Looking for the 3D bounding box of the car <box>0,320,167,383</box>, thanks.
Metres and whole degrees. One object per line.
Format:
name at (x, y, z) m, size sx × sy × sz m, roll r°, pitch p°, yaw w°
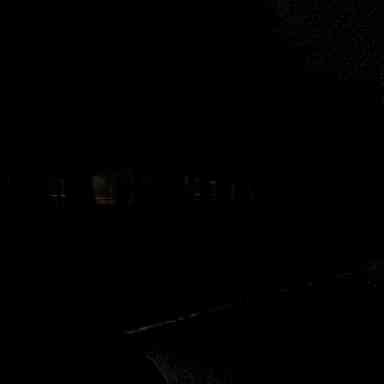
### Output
car at (-2.701, 1.550, 1.820) m, size 5.357 × 1.411 × 2.033 m, roll 0°, pitch 0°, yaw -35°
